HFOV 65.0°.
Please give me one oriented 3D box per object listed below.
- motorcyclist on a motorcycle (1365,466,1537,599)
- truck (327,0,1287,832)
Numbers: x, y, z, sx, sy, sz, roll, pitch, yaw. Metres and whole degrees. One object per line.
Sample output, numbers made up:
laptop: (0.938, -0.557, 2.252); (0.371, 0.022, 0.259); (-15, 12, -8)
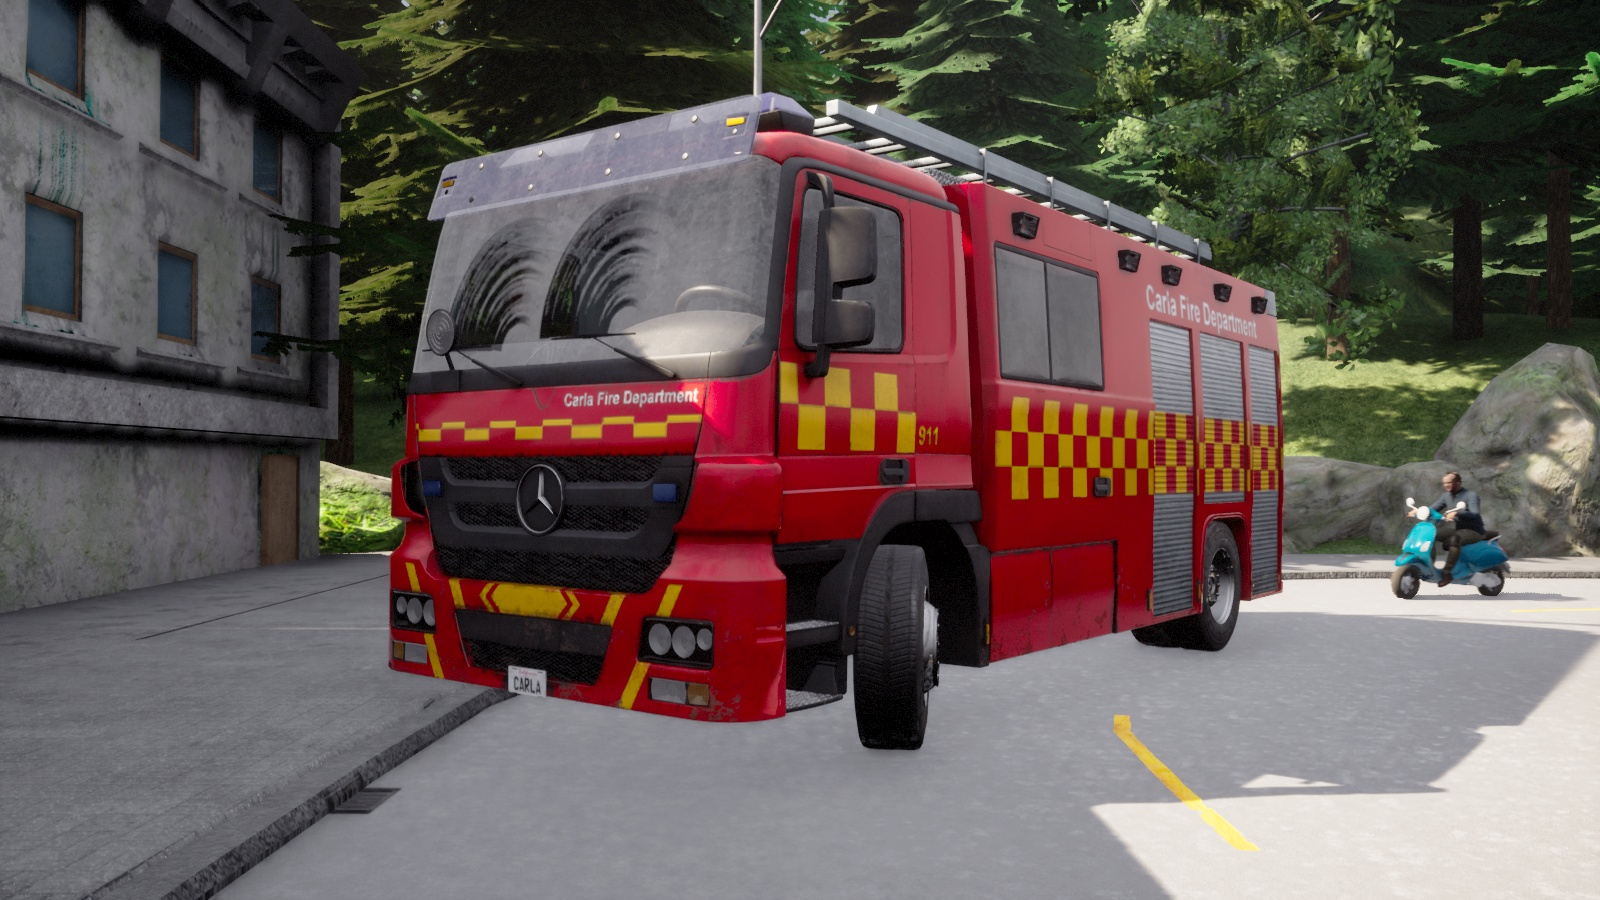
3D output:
motorcyclist on a motorcycle: (8.157, 1.001, 15.754); (1.817, 1.590, 0.866); (0, -1, -17)
truck: (0.999, -0.189, 9.723); (2.891, 3.827, 8.468); (-1, -1, 37)
